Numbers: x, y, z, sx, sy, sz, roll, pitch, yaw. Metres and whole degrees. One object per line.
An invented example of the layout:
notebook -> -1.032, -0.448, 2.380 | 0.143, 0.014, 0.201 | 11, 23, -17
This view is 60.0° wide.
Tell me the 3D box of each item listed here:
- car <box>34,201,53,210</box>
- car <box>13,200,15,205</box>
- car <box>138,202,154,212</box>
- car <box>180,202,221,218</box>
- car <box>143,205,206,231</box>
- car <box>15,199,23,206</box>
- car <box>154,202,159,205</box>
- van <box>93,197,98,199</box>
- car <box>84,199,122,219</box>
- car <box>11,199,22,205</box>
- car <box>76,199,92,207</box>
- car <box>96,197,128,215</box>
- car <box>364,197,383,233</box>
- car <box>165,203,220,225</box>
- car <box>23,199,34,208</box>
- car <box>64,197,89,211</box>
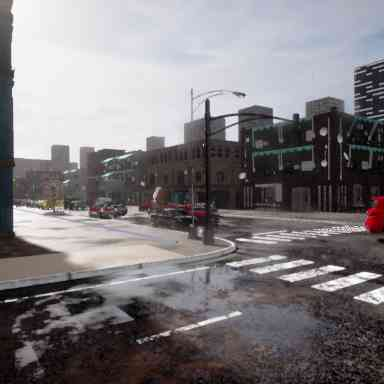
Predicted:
car -> -25.147, 2.233, 56.952 | 1.752, 1.417, 4.829 | -1, 0, -35
car -> -41.252, 2.548, 79.668 | 2.008, 1.369, 4.403 | -1, 0, -35
car -> -5.603, 1.966, 43.878 | 1.802, 1.307, 4.206 | -1, 0, -35
car -> 0.799, 1.810, 34.848 | 2.008, 1.369, 4.403 | -2, 0, -35
car -> -1.310, 1.815, 23.124 | 1.947, 1.339, 4.313 | -1, 0, -35
car -> -38.053, 2.380, 75.152 | 1.967, 1.590, 4.097 | -1, 0, -35
car -> -2.402, 1.904, 39.364 | 1.802, 1.307, 4.206 | -2, 0, -35
van -> -15.213, 1.907, 57.424 | 1.690, 1.788, 3.998 | -1, 0, -35
car -> -9.240, 1.847, 34.514 | 1.967, 1.590, 4.097 | -1, 0, -35
car -> -44.454, 2.598, 84.182 | 1.887, 1.381, 4.507 | -1, 0, -35
car -> -21.611, 2.228, 66.455 | 1.887, 1.381, 4.507 | -1, 0, -35
car -> -9.275, 1.775, 39.072 | 2.097, 1.767, 4.553 | -1, 0, -35
car -> 10.703, 1.217, 14.607 | 5.566, 2.045, 2.150 | 0, 0, 30
car -> 0.104, 1.715, 25.831 | 1.882, 1.535, 5.008 | -1, 0, -35
car -> -31.648, 2.376, 66.122 | 2.008, 1.369, 4.403 | -1, 0, -35
car -> -18.530, 1.805, 52.278 | 2.150, 2.045, 5.566 | -1, 0, -35
